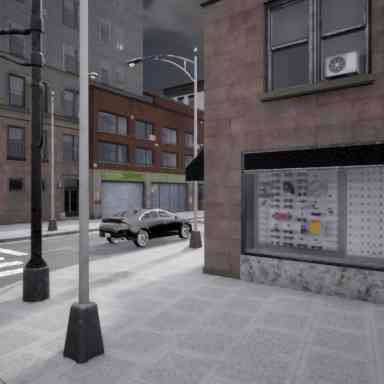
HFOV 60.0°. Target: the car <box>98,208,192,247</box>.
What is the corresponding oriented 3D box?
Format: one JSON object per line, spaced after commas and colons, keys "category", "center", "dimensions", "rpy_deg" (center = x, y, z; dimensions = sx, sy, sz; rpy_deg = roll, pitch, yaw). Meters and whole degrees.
{"category": "car", "center": [-1.886, 1.459, 14.956], "dimensions": [2.128, 1.511, 4.902], "rpy_deg": [0, 0, 35]}
